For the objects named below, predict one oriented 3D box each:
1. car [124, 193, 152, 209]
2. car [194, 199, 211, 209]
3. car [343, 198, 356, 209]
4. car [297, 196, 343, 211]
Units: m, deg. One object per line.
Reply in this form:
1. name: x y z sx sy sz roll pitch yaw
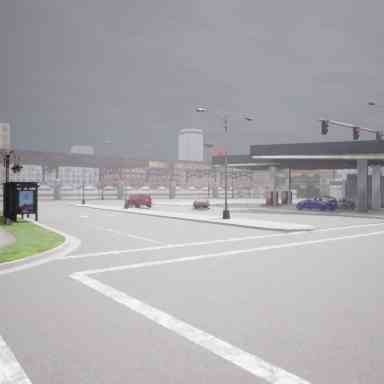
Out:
1. car: -7.648 1.219 46.858 2.150 2.045 5.566 0 0 -35
2. car: 1.344 1.598 44.107 1.895 1.301 4.718 0 0 4
3. car: 18.580 1.452 42.226 1.970 1.475 3.806 0 0 -35
4. car: 14.306 1.292 38.312 2.242 1.667 4.611 0 0 -35
